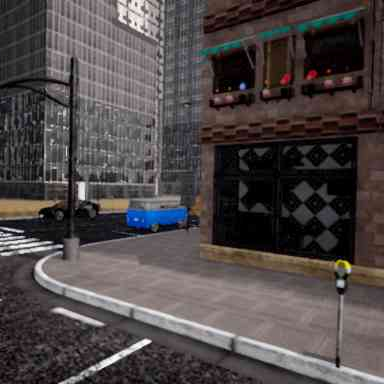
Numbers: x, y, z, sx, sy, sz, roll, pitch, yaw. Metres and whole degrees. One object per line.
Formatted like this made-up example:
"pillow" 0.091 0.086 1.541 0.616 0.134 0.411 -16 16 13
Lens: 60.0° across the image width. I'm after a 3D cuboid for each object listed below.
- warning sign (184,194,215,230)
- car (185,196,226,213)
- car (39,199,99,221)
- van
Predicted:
"warning sign" 0.415 1.048 18.050 1.300 1.860 1.060 2 1 35
"car" 1.448 1.207 33.602 1.812 1.442 4.674 2 1 35
"car" -8.701 1.202 23.805 1.947 1.339 4.313 2 1 35
"van" -1.868 1.209 18.945 1.690 1.788 3.998 2 1 35
